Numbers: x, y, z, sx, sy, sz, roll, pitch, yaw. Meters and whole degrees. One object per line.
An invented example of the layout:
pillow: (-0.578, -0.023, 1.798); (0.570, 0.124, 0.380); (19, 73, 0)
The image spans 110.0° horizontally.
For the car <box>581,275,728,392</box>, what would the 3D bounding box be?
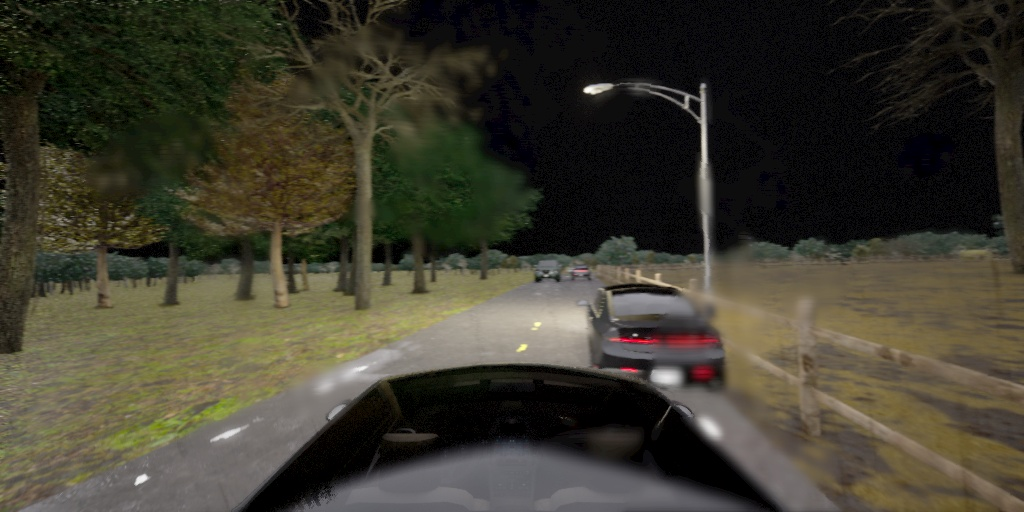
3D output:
car: (2.352, 1.274, 6.815); (1.837, 1.490, 4.892); (-1, -1, 11)

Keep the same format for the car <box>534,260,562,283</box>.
car: (3.375, 1.360, 32.981); (2.150, 2.045, 5.566); (-1, -1, 11)

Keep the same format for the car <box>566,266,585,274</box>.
car: (10.863, 2.432, 61.040); (1.895, 1.301, 4.718); (-2, -2, 26)

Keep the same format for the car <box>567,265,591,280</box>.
car: (6.877, 1.631, 35.759); (2.128, 1.511, 4.902); (-1, -1, 11)
